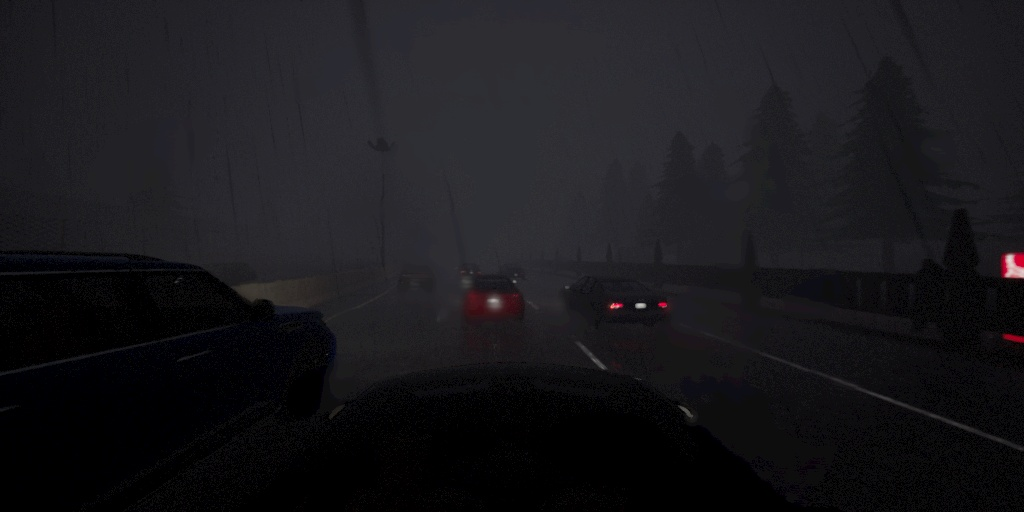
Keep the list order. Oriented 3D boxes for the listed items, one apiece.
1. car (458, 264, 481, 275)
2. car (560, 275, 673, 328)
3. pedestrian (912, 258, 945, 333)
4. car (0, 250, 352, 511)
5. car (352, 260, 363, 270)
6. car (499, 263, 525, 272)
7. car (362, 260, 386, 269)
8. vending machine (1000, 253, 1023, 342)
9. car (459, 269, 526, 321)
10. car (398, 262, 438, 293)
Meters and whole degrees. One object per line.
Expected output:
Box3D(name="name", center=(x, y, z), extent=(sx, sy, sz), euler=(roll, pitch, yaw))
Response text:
Box3D(name="car", center=(-3.514, 1.353, 30.331), extent=(2.033, 1.411, 5.357), euler=(0, 0, -10))
Box3D(name="car", center=(2.984, 1.301, 11.495), extent=(2.033, 1.411, 5.357), euler=(0, 0, -6))
Box3D(name="pedestrian", center=(9.711, 0.865, 8.298), extent=(0.375, 1.860, 0.375), euler=(0, 0, -4))
Box3D(name="car", center=(-3.511, 0.986, 2.671), extent=(2.150, 2.045, 5.566), euler=(0, 0, -1))
Box3D(name="car", center=(-22.203, 1.387, 53.921), extent=(1.882, 1.535, 5.008), euler=(0, 0, -10))
Box3D(name="car", center=(-0.089, 1.319, 31.060), extent=(1.812, 1.442, 4.674), euler=(0, 0, -10))
Box3D(name="car", center=(-17.110, 1.404, 45.357), extent=(1.812, 1.442, 4.674), euler=(0, 0, -10))
Box3D(name="vending machine", center=(11.228, 0.912, 7.400), extent=(1.100, 2.100, 0.880), euler=(0, 0, -3))
Box3D(name="car", center=(-0.715, 1.333, 12.596), extent=(1.994, 1.385, 4.181), euler=(0, 0, -6))
Box3D(name="car", center=(-5.482, 1.291, 21.176), extent=(2.128, 1.511, 4.902), euler=(0, 0, -9))
